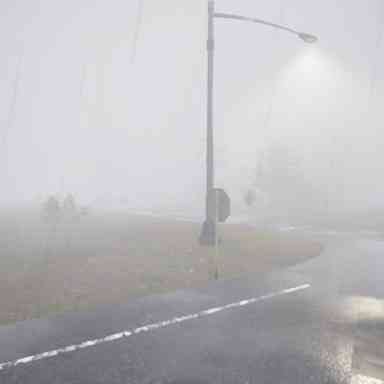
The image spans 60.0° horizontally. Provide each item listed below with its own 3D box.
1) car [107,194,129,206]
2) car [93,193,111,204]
[{"bbox_3d":[-11.826,1.441,54.362,1.837,1.490,4.892,0,0,-33],"label":"car"},{"bbox_3d":[-16.304,1.144,60.976,2.150,2.045,5.566,0,0,-34],"label":"car"}]
